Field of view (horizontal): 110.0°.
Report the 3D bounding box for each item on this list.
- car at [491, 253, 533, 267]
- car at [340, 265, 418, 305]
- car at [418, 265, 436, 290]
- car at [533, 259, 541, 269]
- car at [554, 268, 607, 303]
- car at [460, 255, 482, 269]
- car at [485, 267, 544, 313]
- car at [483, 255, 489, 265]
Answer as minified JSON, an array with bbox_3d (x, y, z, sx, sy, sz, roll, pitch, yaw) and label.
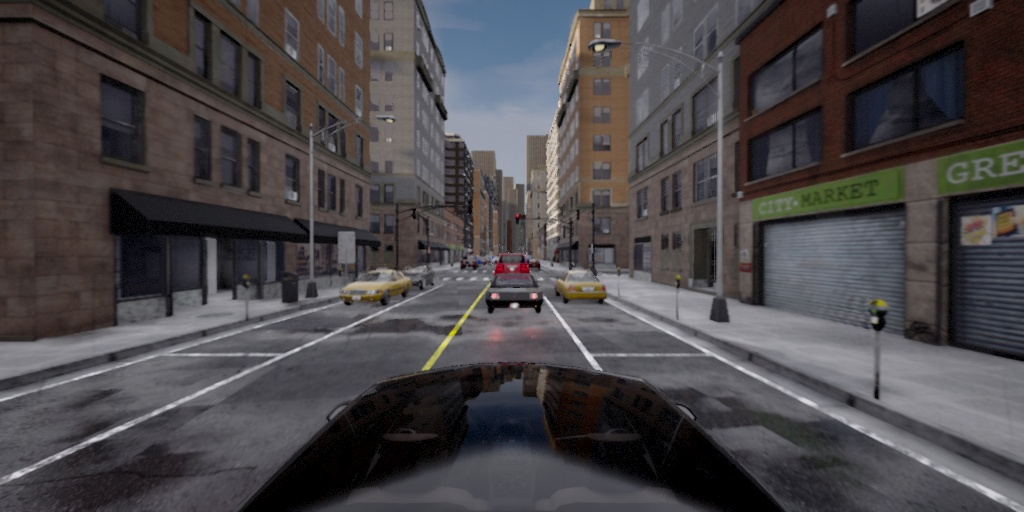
[{"bbox_3d":[0.005,0.843,23.809,2.150,2.045,5.566,0,0,0],"label":"car"},{"bbox_3d":[-5.665,1.193,15.468,1.751,1.417,4.829,0,0,0],"label":"car"},{"bbox_3d":[-5.664,1.187,21.163,2.007,1.370,4.403,0,0,0],"label":"car"},{"bbox_3d":[2.866,1.034,47.934,1.888,1.381,4.507,0,0,0],"label":"car"},{"bbox_3d":[2.860,1.193,15.806,1.751,1.417,4.829,0,0,0],"label":"car"},{"bbox_3d":[-5.660,0.803,47.936,2.192,1.841,5.009,0,0,0],"label":"car"},{"bbox_3d":[0.084,1.281,13.578,1.895,1.301,4.718,0,0,0],"label":"car"},{"bbox_3d":[-5.658,0.840,64.440,1.967,1.591,4.097,0,0,0],"label":"car"}]
